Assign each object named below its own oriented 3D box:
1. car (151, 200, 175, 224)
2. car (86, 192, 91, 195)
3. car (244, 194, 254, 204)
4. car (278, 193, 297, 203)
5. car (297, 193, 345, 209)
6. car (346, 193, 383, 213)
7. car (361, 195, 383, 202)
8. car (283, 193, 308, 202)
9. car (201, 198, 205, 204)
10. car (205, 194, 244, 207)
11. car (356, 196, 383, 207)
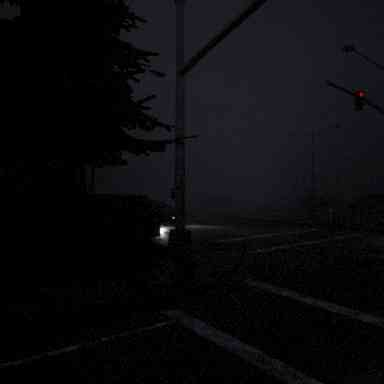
[{"bbox_3d":[-2.537,1.313,22.200,1.837,1.490,4.892,0,0,-36],"label":"car"},{"bbox_3d":[-11.473,1.021,34.680,2.150,2.045,5.566,0,1,-35],"label":"car"},{"bbox_3d":[8.222,1.154,57.087,2.152,1.636,5.027,0,0,-36],"label":"car"},{"bbox_3d":[18.596,1.077,64.575,1.905,1.878,3.866,0,0,-36],"label":"car"},{"bbox_3d":[15.850,1.097,41.155,1.932,1.855,4.605,0,0,-36],"label":"car"},{"bbox_3d":[17.790,1.077,32.851,1.905,1.878,3.866,0,0,-36],"label":"car"},{"bbox_3d":[37.787,1.384,69.613,1.970,1.475,3.806,0,0,-36],"label":"car"},{"bbox_3d":[20.711,1.097,66.610,1.932,1.855,4.605,0,0,-36],"label":"car"},{"bbox_3d":[3.208,1.232,53.069,1.970,1.475,3.806,0,0,-36],"label":"car"},{"bbox_3d":[4.363,1.298,45.210,2.007,1.523,4.514,0,0,-36],"label":"car"},{"bbox_3d":[26.367,1.298,47.868,2.007,1.523,4.514,0,0,-36],"label":"car"}]
